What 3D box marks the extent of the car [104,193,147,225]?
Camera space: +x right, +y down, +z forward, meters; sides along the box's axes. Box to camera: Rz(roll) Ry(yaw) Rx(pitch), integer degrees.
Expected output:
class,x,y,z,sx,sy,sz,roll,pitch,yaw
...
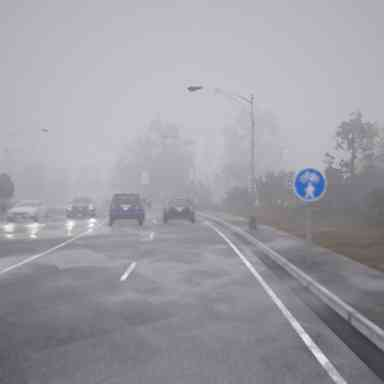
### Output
class,x,y,z,sx,sy,sz,roll,pitch,yaw
car,-4.350,1.065,22.677,2.150,2.045,5.566,0,1,-7

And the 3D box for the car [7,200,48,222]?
class,x,y,z,sx,sy,sz,roll,pitch,yaw
car,-11.906,1.327,24.406,1.812,1.442,4.674,0,1,-10

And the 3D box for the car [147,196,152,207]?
class,x,y,z,sx,sy,sz,roll,pitch,yaw
car,-6.676,1.151,42.731,2.128,1.511,4.902,0,0,-25

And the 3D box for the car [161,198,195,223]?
class,x,y,z,sx,sy,sz,roll,pitch,yaw
car,-1.096,1.189,24.162,2.097,1.767,4.553,0,0,-8

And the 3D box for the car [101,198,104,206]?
class,x,y,z,sx,sy,sz,roll,pitch,yaw
car,-10.227,1.126,42.070,2.128,1.511,4.902,0,1,-26

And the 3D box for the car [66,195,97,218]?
class,x,y,z,sx,sy,sz,roll,pitch,yaw
car,-8.926,1.134,27.221,2.097,1.767,4.553,0,1,-13
